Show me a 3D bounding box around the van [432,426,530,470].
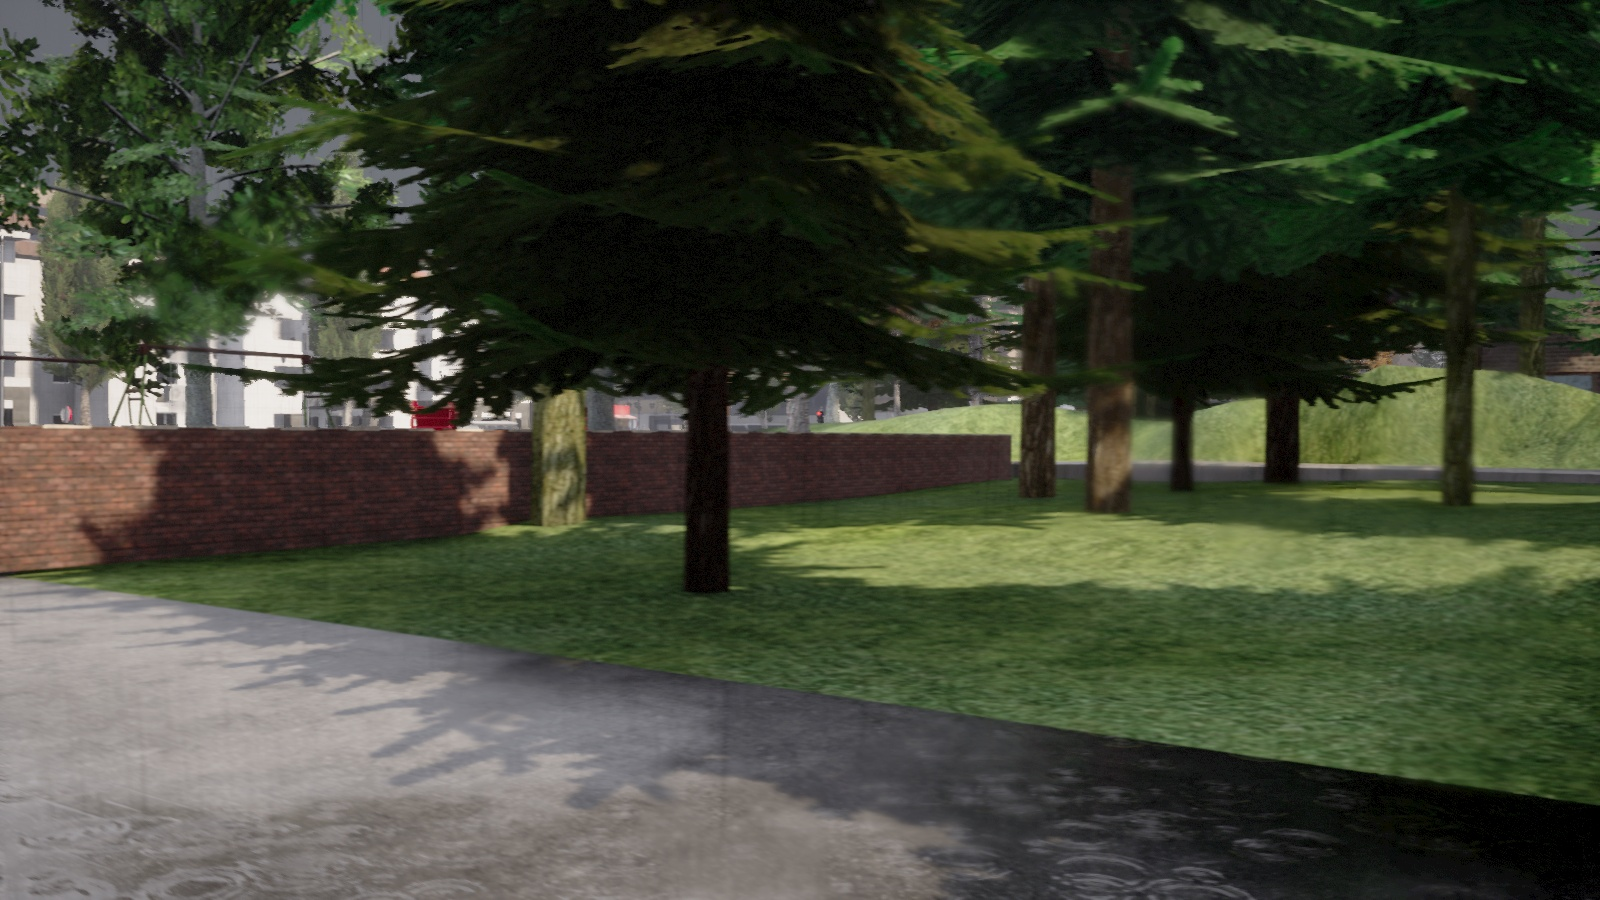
[{"bbox_3d":[-15.012,-0.119,59.283,1.775,1.987,4.442,0,1,34],"label":"van"}]
